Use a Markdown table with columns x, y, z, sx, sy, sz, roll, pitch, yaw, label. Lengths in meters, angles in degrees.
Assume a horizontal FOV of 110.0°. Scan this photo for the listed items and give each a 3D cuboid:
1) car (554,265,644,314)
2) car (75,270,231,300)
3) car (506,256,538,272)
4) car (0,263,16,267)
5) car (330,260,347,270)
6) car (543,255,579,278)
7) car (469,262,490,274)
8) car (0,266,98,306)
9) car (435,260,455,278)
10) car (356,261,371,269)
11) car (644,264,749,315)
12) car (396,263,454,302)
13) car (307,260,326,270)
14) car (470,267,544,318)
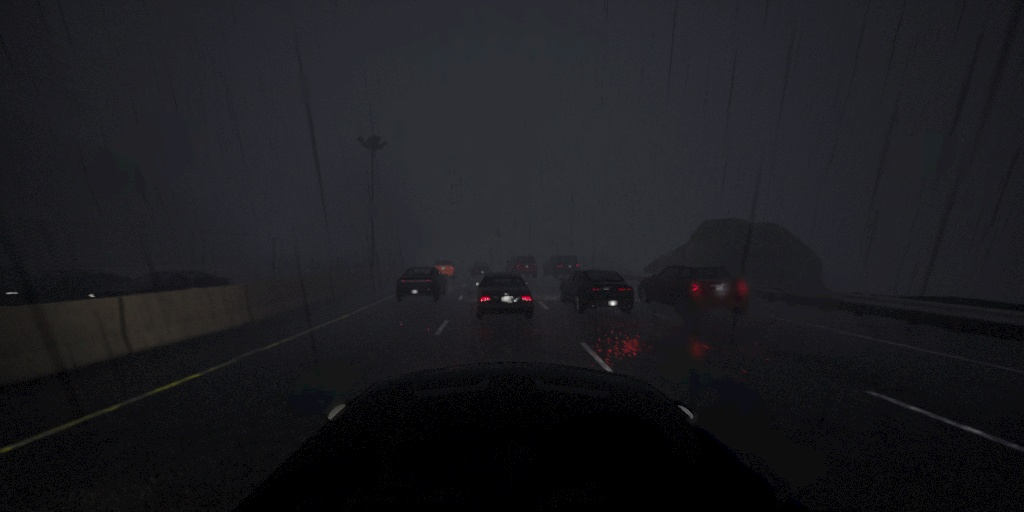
| x | y | z | sx | sy | sz | roll | pitch | yaw | label |
| --- | --- | --- | --- | --- | --- | --- | --- | --- | --- |
| 3.072 | 1.253 | 13.867 | 1.837 | 1.490 | 4.892 | 0 | 0 | -4 | car |
| -14.765 | 1.336 | 15.580 | 2.033 | 1.411 | 5.357 | 0 | 0 | -5 | car |
| 0.821 | 0.981 | 32.954 | 2.150 | 2.045 | 5.566 | 0 | 0 | -10 | car |
| -21.692 | 1.155 | 13.956 | 2.097 | 1.767 | 4.553 | 0 | 0 | -5 | car |
| -26.087 | 1.305 | 54.008 | 1.882 | 1.535 | 5.008 | 0 | 0 | -18 | car |
| 4.425 | 0.973 | 32.653 | 2.150 | 2.045 | 5.566 | 0 | 0 | -9 | car |
| -3.086 | 1.295 | 34.882 | 1.812 | 1.442 | 4.674 | 0 | 0 | -10 | car |
| -18.212 | 1.287 | 14.458 | 2.128 | 1.511 | 4.902 | 0 | 0 | -5 | car |
| -6.467 | 1.128 | 33.876 | 2.097 | 1.767 | 4.553 | 0 | 0 | -10 | car |
| -22.738 | 1.384 | 55.016 | 1.994 | 1.385 | 4.181 | 0 | 0 | -17 | car |
| 6.587 | 1.092 | 13.624 | 2.097 | 1.767 | 4.553 | 0 | 0 | -3 | car |
| -4.214 | 1.257 | 17.200 | 2.128 | 1.511 | 4.902 | 0 | 0 | -5 | car |
| -30.189 | 1.385 | 55.432 | 2.033 | 1.411 | 5.357 | 0 | 0 | -18 | car |
| -0.335 | 1.302 | 12.935 | 2.033 | 1.411 | 5.357 | 0 | 0 | -4 | car |
